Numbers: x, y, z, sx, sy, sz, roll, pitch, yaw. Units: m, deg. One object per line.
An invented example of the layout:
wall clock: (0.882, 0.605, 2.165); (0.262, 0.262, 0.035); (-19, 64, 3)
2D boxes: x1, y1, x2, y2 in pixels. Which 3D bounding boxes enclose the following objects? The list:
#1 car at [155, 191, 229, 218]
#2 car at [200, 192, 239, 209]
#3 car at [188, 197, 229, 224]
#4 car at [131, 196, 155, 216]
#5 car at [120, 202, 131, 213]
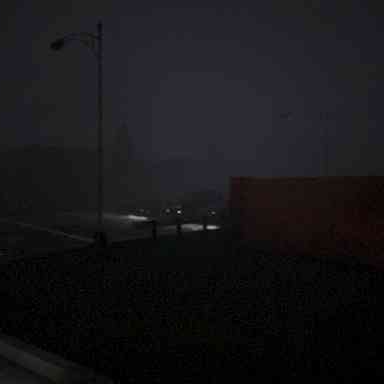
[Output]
car: (0.224, 0.936, 25.618); (2.150, 2.045, 5.566); (1, 1, 45)
car: (3.270, 0.925, 38.628); (2.097, 1.767, 4.553); (1, 1, 45)
car: (2.198, 1.274, 22.637); (1.812, 1.442, 4.674); (1, 1, 45)
car: (-2.569, 1.255, 27.769); (1.994, 1.385, 4.181); (1, 1, 45)
car: (-4.351, 1.134, 30.942); (1.882, 1.535, 5.008); (1, 1, 45)
